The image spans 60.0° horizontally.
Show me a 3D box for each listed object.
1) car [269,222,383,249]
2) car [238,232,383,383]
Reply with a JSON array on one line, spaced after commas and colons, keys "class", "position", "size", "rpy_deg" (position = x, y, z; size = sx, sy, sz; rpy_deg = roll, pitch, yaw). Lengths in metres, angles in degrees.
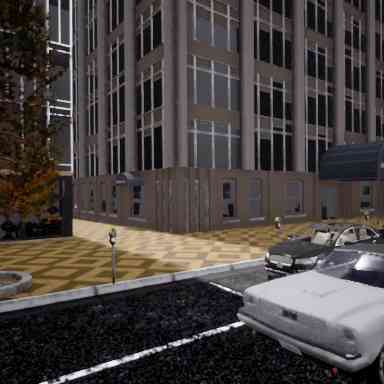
[{"class": "car", "position": [3.909, 1.554, 9.353], "size": [4.403, 1.369, 2.008], "rpy_deg": [0, -1, -35]}, {"class": "car", "position": [3.000, 1.603, 5.391], "size": [4.718, 1.301, 1.895], "rpy_deg": [0, 0, -35]}]
